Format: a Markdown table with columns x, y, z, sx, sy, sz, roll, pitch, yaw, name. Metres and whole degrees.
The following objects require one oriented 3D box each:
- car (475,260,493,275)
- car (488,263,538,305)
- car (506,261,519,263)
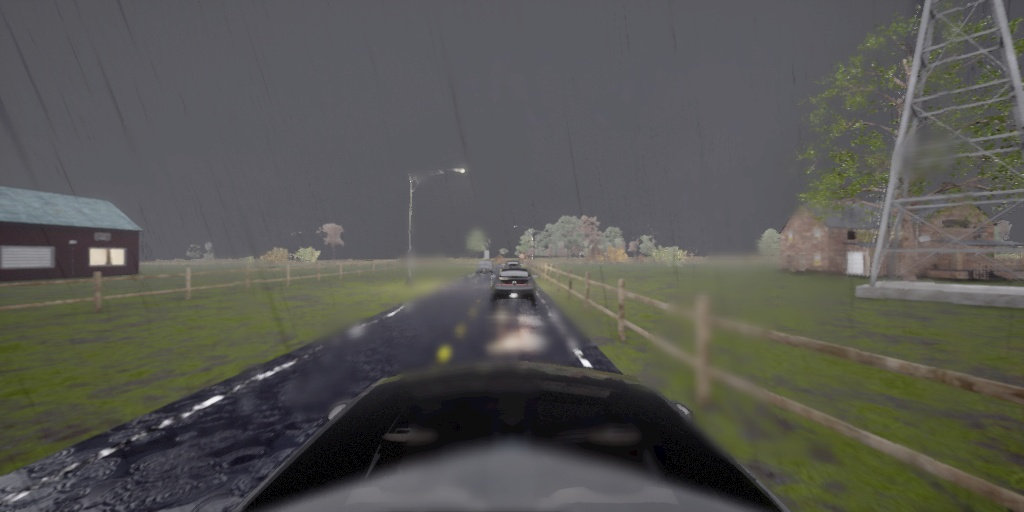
| x | y | z | sx | sy | sz | roll | pitch | yaw | name |
| --- | --- | --- | --- | --- | --- | --- | --- | --- | --- |
| -2.839 | 1.240 | 38.713 | 1.837 | 1.490 | 4.892 | 0 | 0 | 0 | car |
| 0.100 | 1.250 | 16.026 | 1.837 | 1.490 | 4.892 | 0 | 0 | 0 | car |
| 0.102 | 1.239 | 38.447 | 1.837 | 1.490 | 4.892 | 0 | 0 | 0 | car |
